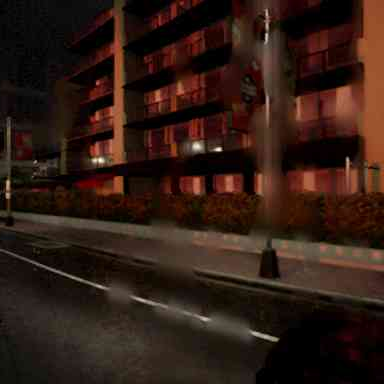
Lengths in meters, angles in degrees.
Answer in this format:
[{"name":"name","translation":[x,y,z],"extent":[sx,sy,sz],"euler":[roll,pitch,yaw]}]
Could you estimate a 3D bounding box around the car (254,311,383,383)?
[{"name":"car","translation":[2.764,1.604,2.100],"extent":[4.718,1.301,1.895],"euler":[-1,0,35]}]
